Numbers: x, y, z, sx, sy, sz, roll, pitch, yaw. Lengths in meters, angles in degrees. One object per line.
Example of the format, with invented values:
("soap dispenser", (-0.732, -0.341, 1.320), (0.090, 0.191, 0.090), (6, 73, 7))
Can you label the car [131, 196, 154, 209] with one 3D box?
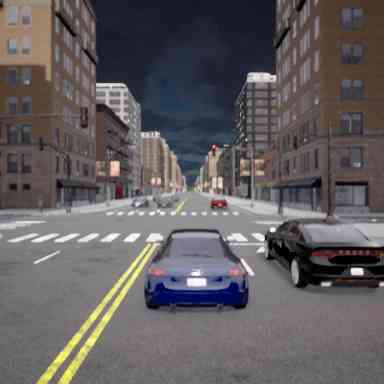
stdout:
("car", (-6.644, 1.322, 43.124), (2.128, 1.511, 4.902), (0, 0, 0))

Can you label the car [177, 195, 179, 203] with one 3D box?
("car", (-3.362, 1.256, 62.496), (1.837, 1.490, 4.892), (0, 0, 1))

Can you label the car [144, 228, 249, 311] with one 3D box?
("car", (0.079, 1.534, 7.800), (1.994, 1.385, 4.181), (0, 0, 0))

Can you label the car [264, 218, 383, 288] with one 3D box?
("car", (3.327, 1.442, 9.179), (1.882, 1.535, 5.008), (0, 0, 0))

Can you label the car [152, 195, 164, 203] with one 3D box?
("car", (-6.595, 1.247, 64.844), (1.837, 1.490, 4.892), (0, 0, 0))

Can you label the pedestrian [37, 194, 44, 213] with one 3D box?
("pedestrian", (-14.180, 1.049, 31.104), (0.375, 1.860, 0.375), (0, 0, 0))

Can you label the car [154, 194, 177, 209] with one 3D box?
("car", (-3.393, 1.336, 42.834), (1.837, 1.490, 4.892), (0, 1, 1))

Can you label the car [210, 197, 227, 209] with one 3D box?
("car", (3.299, 1.315, 41.635), (1.882, 1.535, 5.008), (0, 0, 0))
